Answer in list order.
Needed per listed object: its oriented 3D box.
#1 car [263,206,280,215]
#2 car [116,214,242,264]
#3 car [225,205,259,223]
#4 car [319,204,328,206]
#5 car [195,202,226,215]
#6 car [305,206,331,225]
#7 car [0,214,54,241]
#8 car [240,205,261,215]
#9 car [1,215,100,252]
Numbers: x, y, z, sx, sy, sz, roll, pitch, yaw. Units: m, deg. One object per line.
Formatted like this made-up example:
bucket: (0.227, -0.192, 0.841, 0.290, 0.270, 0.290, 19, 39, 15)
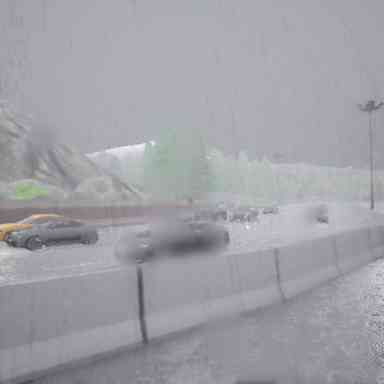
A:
car: (11.988, 2.736, 49.830, 2.033, 1.411, 5.357, -1, -2, 23)
car: (-0.535, 1.832, 12.797, 4.902, 1.511, 2.128, 1, -2, -44)
car: (5.328, 2.186, 33.929, 2.097, 1.767, 4.553, -1, -2, 23)
car: (20.777, 2.705, 52.641, 1.837, 1.490, 4.892, -1, -2, 23)
car: (2.181, 2.114, 35.457, 2.150, 2.045, 5.566, -1, -1, 23)
car: (11.848, 2.287, 31.367, 1.994, 1.385, 4.181, -1, -2, 24)
car: (-8.847, 2.042, 19.313, 5.008, 1.535, 1.882, 1, -1, -42)
car: (9.280, 2.765, 52.408, 2.128, 1.511, 4.902, -1, -2, 23)
car: (-6.786, 2.043, 16.545, 4.181, 1.385, 1.994, 1, -2, -41)
